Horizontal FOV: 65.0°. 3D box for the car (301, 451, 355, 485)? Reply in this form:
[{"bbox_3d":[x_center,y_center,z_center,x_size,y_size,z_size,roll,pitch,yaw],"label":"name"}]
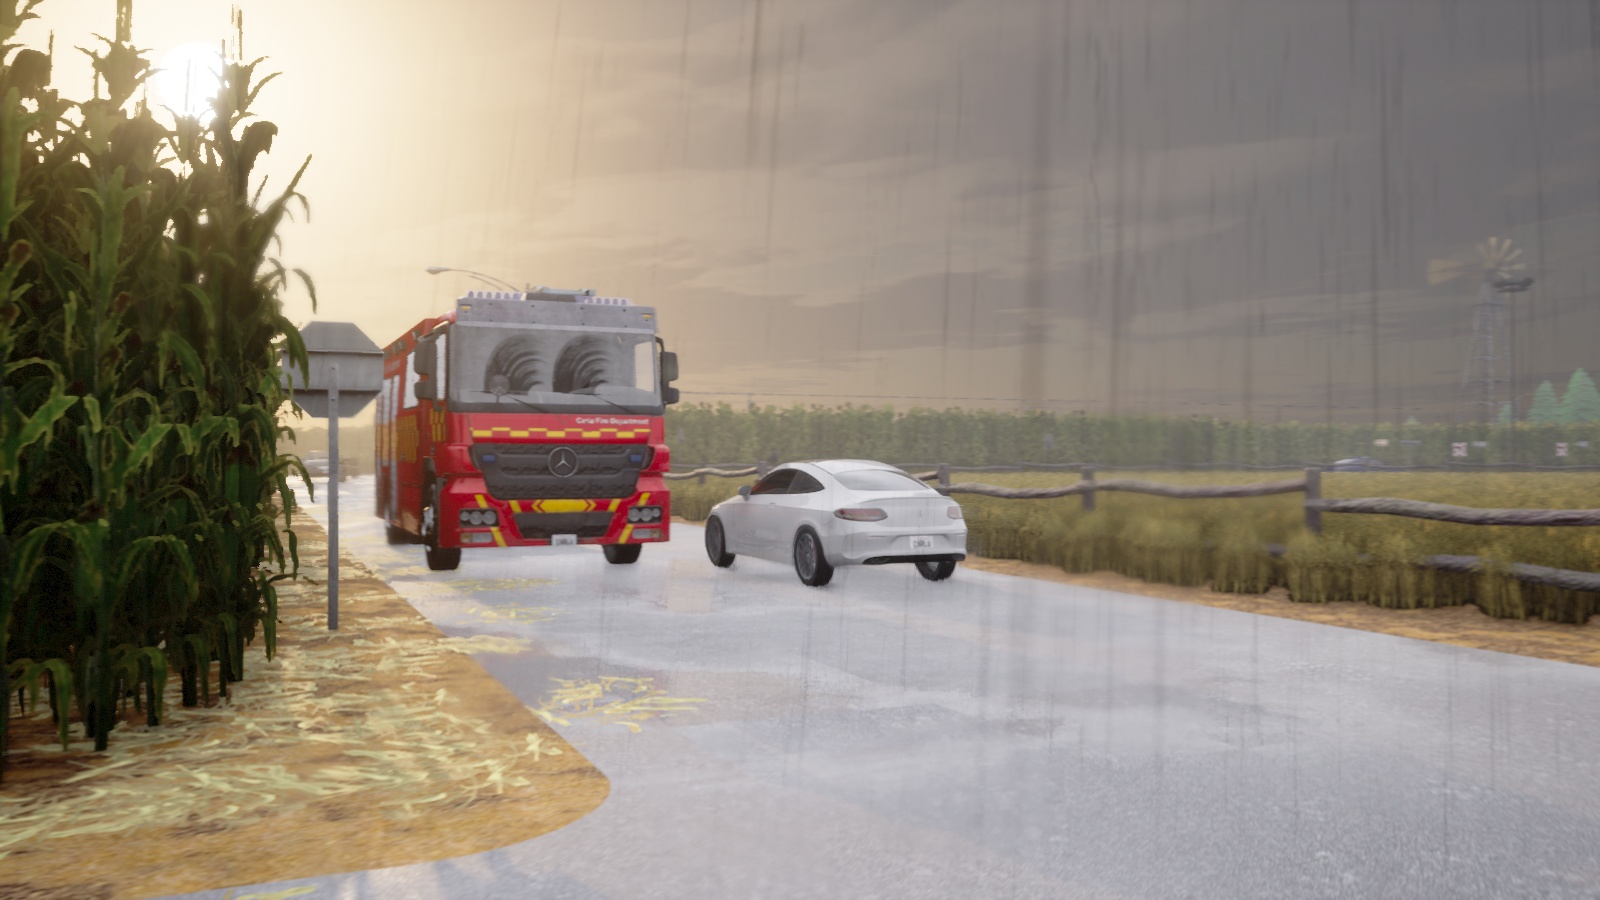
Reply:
[{"bbox_3d":[-22.254,0.838,59.083,2.128,1.511,4.902,0,-1,-24],"label":"car"}]

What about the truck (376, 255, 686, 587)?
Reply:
[{"bbox_3d":[-4.459,-0.320,18.919,2.891,3.827,8.468,0,0,-24],"label":"truck"}]

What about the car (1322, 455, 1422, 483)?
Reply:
[{"bbox_3d":[30.004,0.971,65.933,4.674,1.442,1.812,0,0,-15],"label":"car"}]

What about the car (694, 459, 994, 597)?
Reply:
[{"bbox_3d":[0.341,0.842,15.720,1.812,1.442,4.674,0,0,-25],"label":"car"}]
